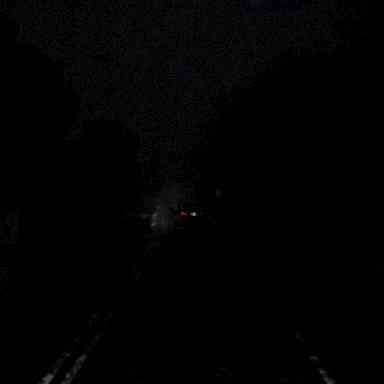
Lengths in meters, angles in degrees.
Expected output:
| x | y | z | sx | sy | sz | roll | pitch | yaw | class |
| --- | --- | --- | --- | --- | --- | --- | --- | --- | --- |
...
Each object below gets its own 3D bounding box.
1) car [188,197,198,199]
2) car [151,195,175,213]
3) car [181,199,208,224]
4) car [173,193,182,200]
| x | y | z | sx | sy | sz | roll | pitch | yaw | class |
| --- | --- | --- | --- | --- | --- | --- | --- | --- | --- |
| 0.149 | 1.409 | 42.758 | 2.033 | 1.411 | 5.357 | 0 | 0 | 0 | car |
| -3.283 | 1.388 | 35.960 | 2.128 | 1.511 | 4.902 | 0 | 0 | 0 | car |
| 0.155 | 1.493 | 24.239 | 2.033 | 1.411 | 5.357 | 0 | 0 | 0 | car |
| -3.430 | 0.942 | 77.974 | 1.882 | 1.535 | 5.008 | 0 | 0 | -1 | car |
